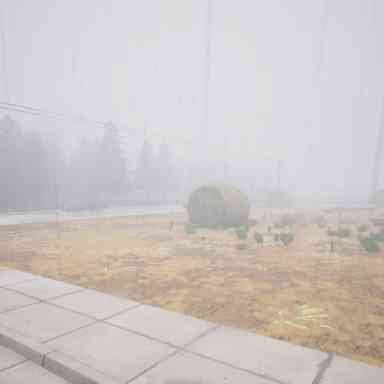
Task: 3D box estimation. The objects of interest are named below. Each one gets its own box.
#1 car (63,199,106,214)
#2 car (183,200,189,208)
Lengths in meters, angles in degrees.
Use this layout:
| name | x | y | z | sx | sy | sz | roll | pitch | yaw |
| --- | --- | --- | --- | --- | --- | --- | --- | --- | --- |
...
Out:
| name | x | y | z | sx | sy | sz | roll | pitch | yaw |
| --- | --- | --- | --- | --- | --- | --- | --- | --- | --- |
| car | -11.649 | 1.514 | 36.346 | 2.128 | 1.511 | 4.902 | 0 | 0 | 36 |
| car | 0.621 | 1.590 | 46.676 | 1.994 | 1.385 | 4.181 | 0 | 0 | 37 |
